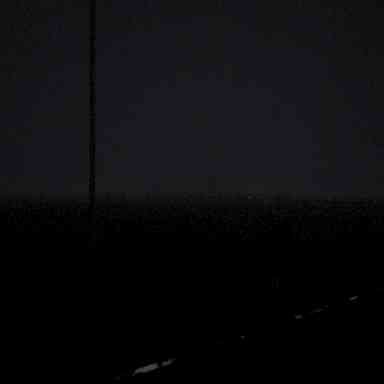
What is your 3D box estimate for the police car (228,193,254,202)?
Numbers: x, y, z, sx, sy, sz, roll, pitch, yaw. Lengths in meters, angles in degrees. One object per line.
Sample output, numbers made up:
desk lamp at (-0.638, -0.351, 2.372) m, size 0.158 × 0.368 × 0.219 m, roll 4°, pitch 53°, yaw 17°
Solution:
police car at (8.430, 0.915, 56.938) m, size 2.038 × 1.542 × 4.974 m, roll 1°, pitch 0°, yaw -36°
